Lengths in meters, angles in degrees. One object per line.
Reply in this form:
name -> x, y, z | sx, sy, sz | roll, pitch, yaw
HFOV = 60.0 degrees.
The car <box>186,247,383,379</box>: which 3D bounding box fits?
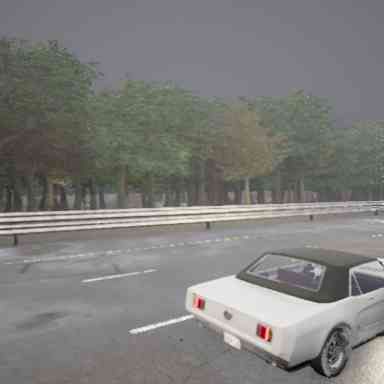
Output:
car -> 2.323, 1.601, 5.525 | 4.718, 1.301, 1.895 | 0, 0, -36
